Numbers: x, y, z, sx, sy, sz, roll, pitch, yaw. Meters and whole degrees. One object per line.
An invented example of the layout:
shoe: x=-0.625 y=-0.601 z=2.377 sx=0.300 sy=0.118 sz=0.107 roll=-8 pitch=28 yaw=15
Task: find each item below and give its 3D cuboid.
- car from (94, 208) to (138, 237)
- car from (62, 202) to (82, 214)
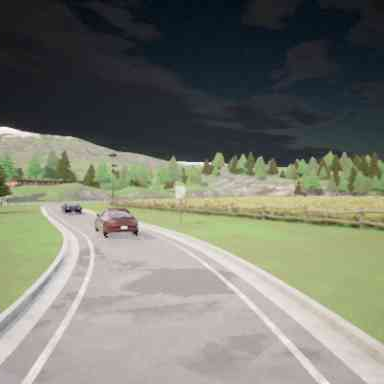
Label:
car: x=-4.322 y=1.637 z=18.771 sx=1.812 sy=1.442 sz=4.674 roll=0 pitch=0 yaw=-24
car: x=-14.050 y=1.864 z=38.742 sx=1.895 sy=1.301 sz=4.718 roll=0 pitch=0 yaw=-26
